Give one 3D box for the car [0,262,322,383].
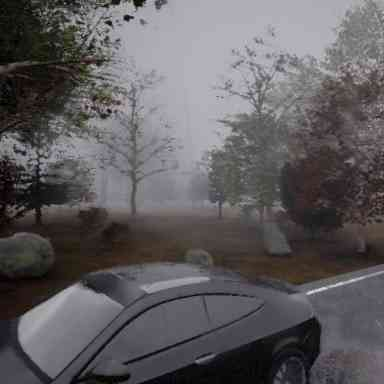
[{"bbox_3d":[-0.611,1.525,3.250,4.674,1.442,1.812,0,0,-36],"label":"car"}]
